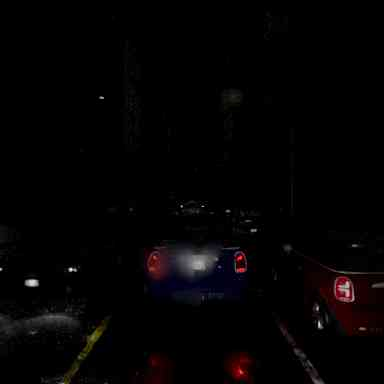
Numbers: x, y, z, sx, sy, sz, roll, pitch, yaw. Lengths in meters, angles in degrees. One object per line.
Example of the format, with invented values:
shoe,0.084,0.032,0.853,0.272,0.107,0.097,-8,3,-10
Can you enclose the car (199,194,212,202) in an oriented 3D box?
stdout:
car,2.934,1.479,65.682,1.967,1.590,4.097,0,0,0

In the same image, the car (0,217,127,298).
car,-3.093,1.563,8.410,1.994,1.385,4.181,0,0,0

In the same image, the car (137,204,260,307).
car,0.105,1.351,8.156,2.097,1.767,4.553,0,0,0

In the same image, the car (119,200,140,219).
car,-5.652,1.441,28.598,1.967,1.590,4.097,0,0,0

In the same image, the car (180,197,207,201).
car,0.019,1.458,27.459,1.801,1.575,5.366,0,0,0

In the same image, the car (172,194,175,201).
car,-5.563,1.611,76.518,2.008,1.369,4.403,0,0,0

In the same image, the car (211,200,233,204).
car,2.874,1.567,28.592,1.947,1.339,4.313,0,0,0

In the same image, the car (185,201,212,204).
car,0.108,1.477,17.437,1.882,1.535,5.008,0,0,0

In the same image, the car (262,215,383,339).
car,2.858,1.439,6.586,1.967,1.590,4.097,0,0,0

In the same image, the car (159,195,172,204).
car,-5.591,1.621,65.701,1.802,1.307,4.206,0,0,0

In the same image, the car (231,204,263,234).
car,2.866,1.550,17.589,2.008,1.369,4.403,0,0,0

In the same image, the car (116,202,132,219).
car,-5.656,1.582,23.097,1.802,1.307,4.206,0,0,0

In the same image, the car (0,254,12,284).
car,-5.667,1.581,6.593,1.802,1.307,4.206,0,0,0

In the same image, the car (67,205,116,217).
car,-5.659,1.566,17.595,1.947,1.339,4.313,0,0,0

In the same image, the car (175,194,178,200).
car,-5.523,1.631,92.573,1.752,1.417,4.829,0,0,0
